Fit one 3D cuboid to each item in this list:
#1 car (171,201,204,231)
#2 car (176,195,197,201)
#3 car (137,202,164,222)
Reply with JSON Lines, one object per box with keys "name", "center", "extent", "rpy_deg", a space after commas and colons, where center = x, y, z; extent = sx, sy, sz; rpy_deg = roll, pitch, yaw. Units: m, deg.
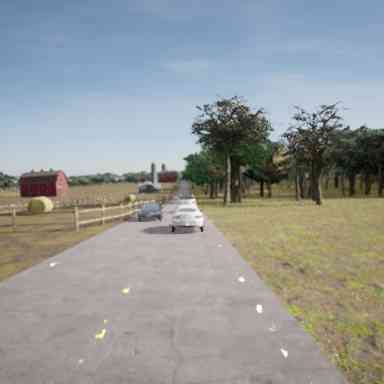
{"name": "car", "center": [-0.279, 1.507, 20.334], "extent": [1.812, 1.442, 4.674], "rpy_deg": [0, 0, -1]}
{"name": "car", "center": [-0.649, 1.316, 39.387], "extent": [2.150, 2.045, 5.566], "rpy_deg": [0, 0, -1]}
{"name": "car", "center": [-3.251, 1.547, 26.962], "extent": [1.812, 1.442, 4.674], "rpy_deg": [0, 0, -1]}
